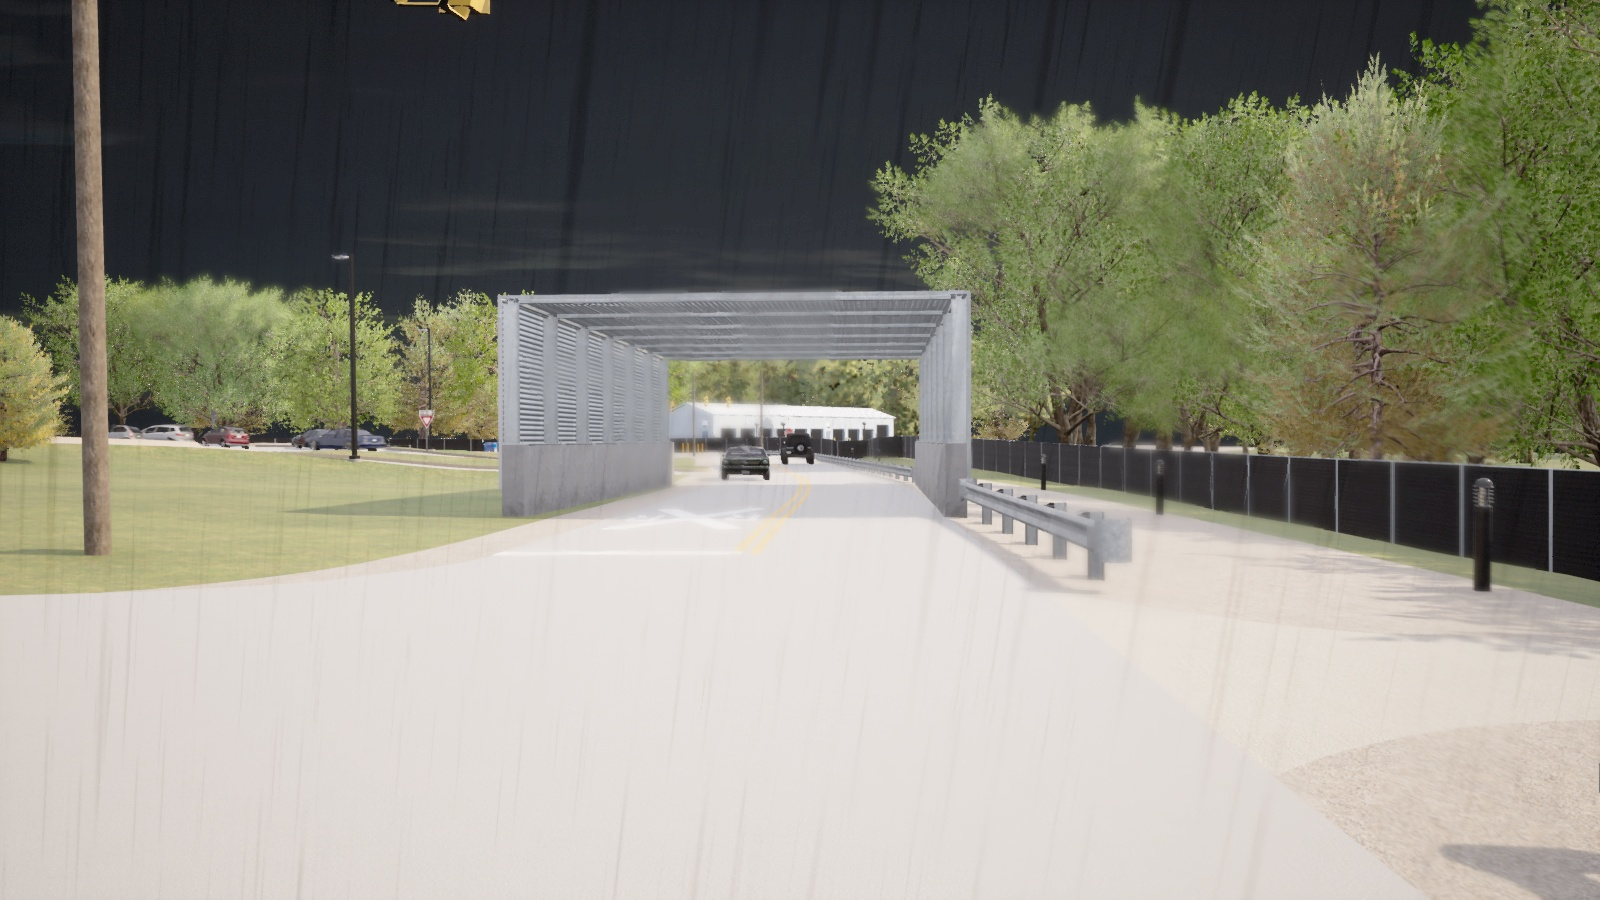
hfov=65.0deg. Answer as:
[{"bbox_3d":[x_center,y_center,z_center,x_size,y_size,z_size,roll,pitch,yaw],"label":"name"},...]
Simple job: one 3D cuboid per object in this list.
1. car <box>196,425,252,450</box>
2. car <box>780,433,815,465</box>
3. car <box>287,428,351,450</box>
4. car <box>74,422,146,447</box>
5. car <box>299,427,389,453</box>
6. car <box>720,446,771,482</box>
[{"bbox_3d":[-38.838,-0.868,84.620,3.705,1.549,1.789,1,-2,37],"label":"car"},{"bbox_3d":[-0.178,-0.095,76.529,1.905,1.878,3.866,0,1,-3],"label":"car"},{"bbox_3d":[-33.094,-0.809,86.320,5.357,1.411,2.033,1,3,44],"label":"car"},{"bbox_3d":[-47.843,-1.044,87.136,3.988,1.617,1.851,0,-2,3],"label":"car"},{"bbox_3d":[-26.806,-0.613,73.806,5.357,1.411,2.033,1,1,31],"label":"car"},{"bbox_3d":[-2.102,0.515,48.998,1.895,1.301,4.718,0,0,-2],"label":"car"}]
